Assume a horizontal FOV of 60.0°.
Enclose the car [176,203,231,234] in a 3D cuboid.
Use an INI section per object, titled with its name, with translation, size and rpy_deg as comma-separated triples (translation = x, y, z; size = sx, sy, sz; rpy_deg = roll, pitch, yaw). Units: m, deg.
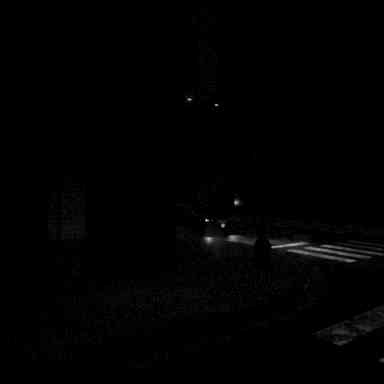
[car]
translation = 0.091, 1.406, 18.639
size = 2.128, 1.511, 4.902
rpy_deg = 0, 0, -37
